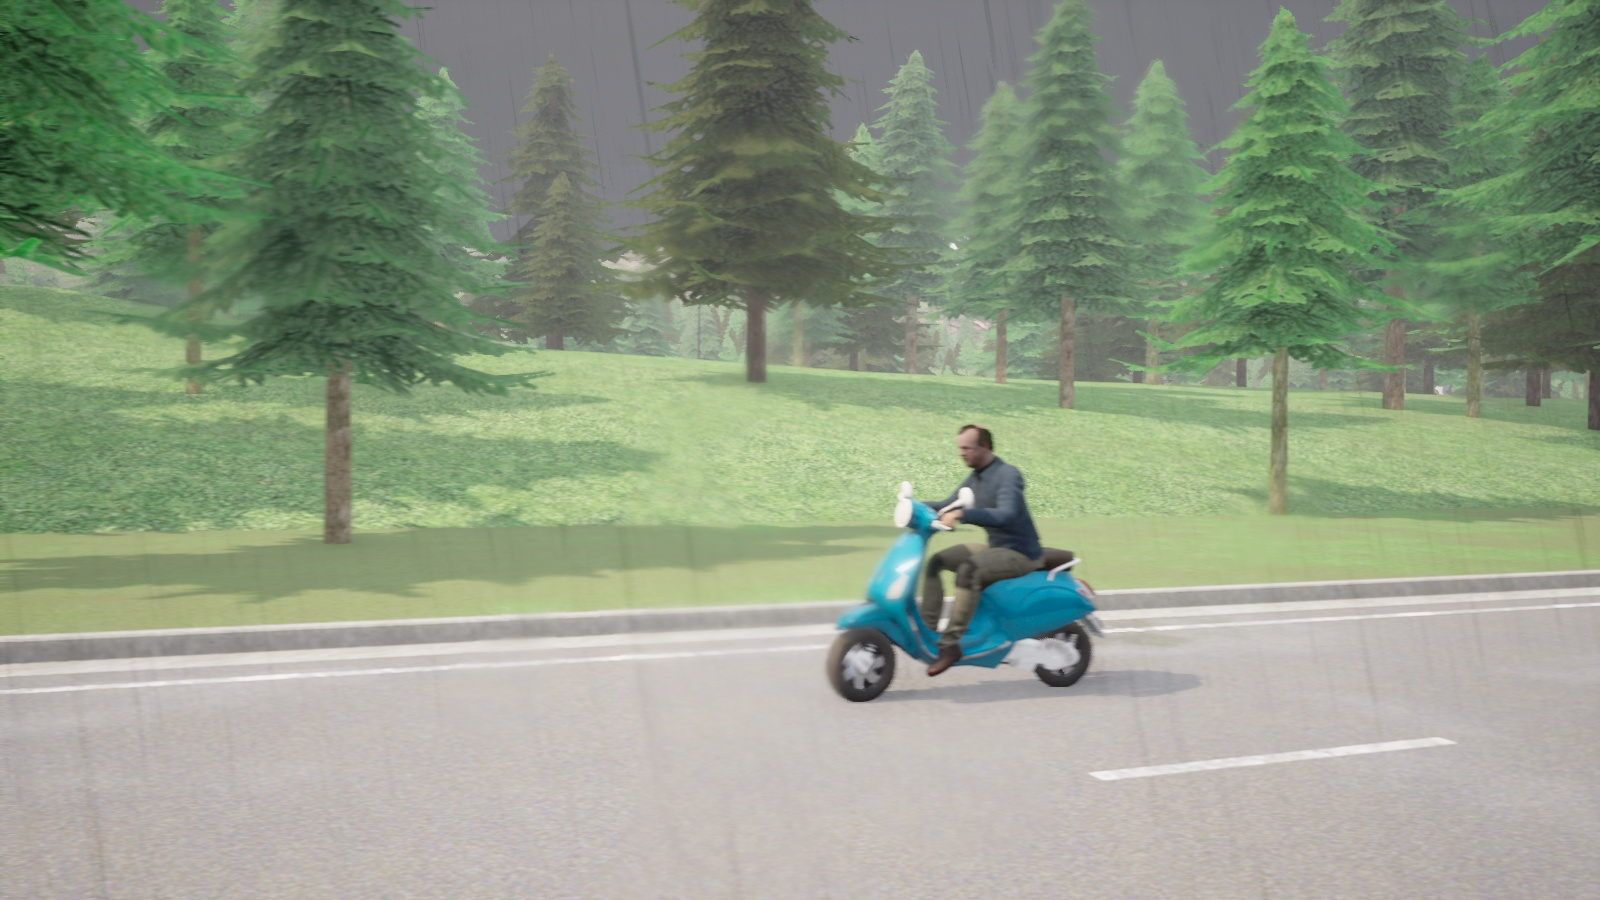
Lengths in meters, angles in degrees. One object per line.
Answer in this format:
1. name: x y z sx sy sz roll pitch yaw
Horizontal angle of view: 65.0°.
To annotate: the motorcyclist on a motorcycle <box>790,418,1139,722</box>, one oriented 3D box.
1. motorcyclist on a motorcycle: 0.950 0.622 7.339 1.817 1.590 0.866 -1 1 -21
